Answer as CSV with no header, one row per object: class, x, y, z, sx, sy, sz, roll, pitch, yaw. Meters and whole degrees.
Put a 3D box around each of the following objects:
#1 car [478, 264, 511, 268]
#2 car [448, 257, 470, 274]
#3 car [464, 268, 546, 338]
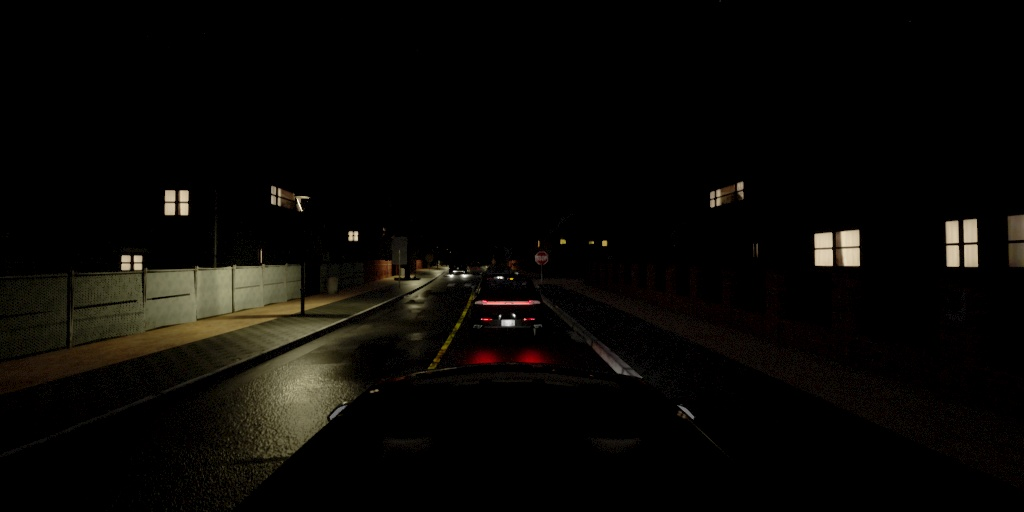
car,-0.704,1.292,19.944,1.837,1.490,4.892,0,0,-2
car,-6.651,1.114,44.436,2.150,2.045,5.566,0,0,-7
car,-0.176,1.251,10.240,2.128,1.511,4.902,0,0,-2
